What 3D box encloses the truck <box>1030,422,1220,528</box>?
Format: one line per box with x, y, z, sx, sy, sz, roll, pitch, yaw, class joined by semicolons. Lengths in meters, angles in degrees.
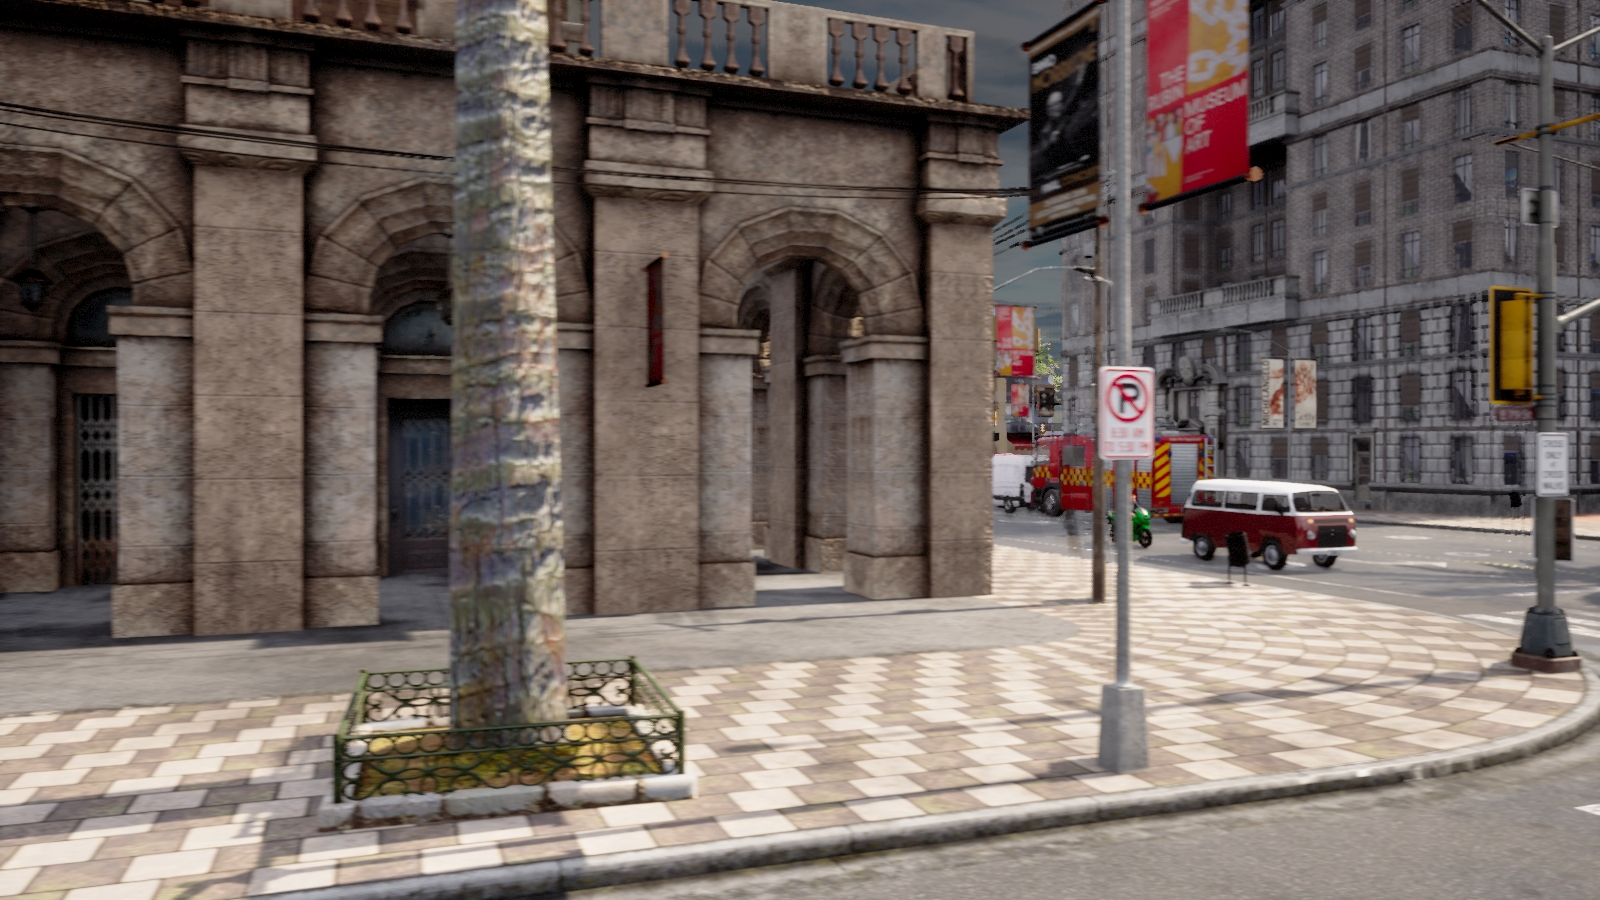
12.702;0.891;45.676;2.891;3.827;8.468;0;0;-20;truck

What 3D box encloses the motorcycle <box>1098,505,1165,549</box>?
9.592;2.213;33.141;0.803;1.145;2.033;0;0;-20;motorcycle

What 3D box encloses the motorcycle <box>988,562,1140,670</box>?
3.512;2.182;15.228;1.805;1.236;0.856;0;0;-20;motorcycle

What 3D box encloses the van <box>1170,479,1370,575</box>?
11.411;1.782;28.129;2.069;2.038;4.480;0;0;-20;van
